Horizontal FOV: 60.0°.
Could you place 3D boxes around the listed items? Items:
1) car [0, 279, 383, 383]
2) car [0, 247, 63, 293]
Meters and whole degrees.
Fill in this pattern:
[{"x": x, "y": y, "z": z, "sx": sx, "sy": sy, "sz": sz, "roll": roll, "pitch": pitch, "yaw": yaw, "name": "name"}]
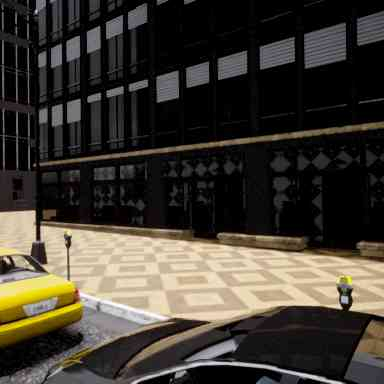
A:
[{"x": 0.703, "y": 1.566, "z": 2.345, "sx": 4.313, "sy": 1.339, "sz": 1.947, "roll": 0, "pitch": -1, "yaw": 35, "name": "car"}, {"x": -3.932, "y": 1.527, "z": 5.859, "sx": 4.829, "sy": 1.417, "sz": 1.752, "roll": 0, "pitch": -1, "yaw": 35, "name": "car"}]
